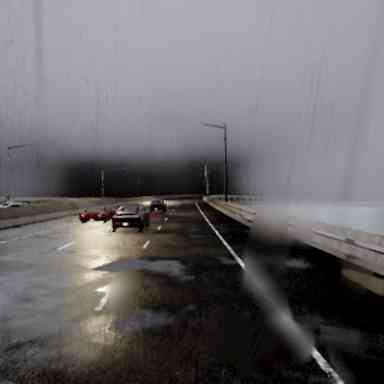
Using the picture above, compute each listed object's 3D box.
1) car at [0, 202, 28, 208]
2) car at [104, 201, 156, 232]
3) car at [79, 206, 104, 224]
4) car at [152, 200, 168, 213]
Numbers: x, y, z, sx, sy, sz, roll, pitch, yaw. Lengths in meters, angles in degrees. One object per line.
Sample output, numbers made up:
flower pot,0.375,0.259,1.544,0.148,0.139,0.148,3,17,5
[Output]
car,-18.172,1.857,34.239,1.812,1.442,4.674,-1,0,-1
car,-3.790,1.609,21.106,2.128,1.511,4.902,-1,0,-1
car,-7.381,1.779,26.612,1.895,1.301,4.718,-1,0,-1
car,-4.054,1.686,39.804,1.837,1.490,4.892,-1,0,-1
